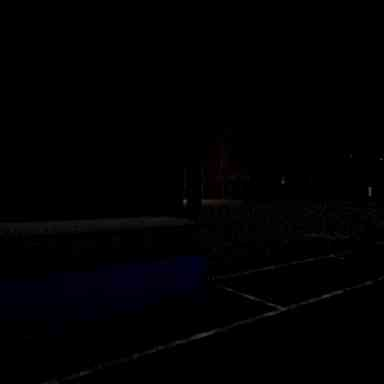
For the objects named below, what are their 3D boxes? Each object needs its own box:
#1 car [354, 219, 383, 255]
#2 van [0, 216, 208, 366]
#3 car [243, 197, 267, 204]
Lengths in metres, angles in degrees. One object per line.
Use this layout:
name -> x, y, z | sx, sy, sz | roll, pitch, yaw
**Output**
car -> 7.626, 1.572, 12.094 | 4.206, 1.307, 1.802 | 0, 0, -36
van -> -1.617, 1.339, 5.498 | 3.998, 1.788, 1.690 | 0, 0, -36
car -> 12.297, 1.678, 64.988 | 1.895, 1.301, 4.718 | 0, 0, -36
